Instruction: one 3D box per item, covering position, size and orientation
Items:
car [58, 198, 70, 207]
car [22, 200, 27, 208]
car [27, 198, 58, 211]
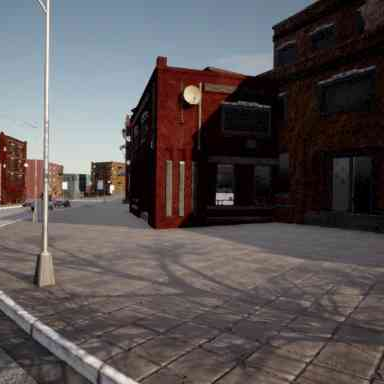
[{"bbox_3d":[-20.975,1.694,53.692,1.812,1.442,4.674,1,0,-9],"label":"car"},{"bbox_3d":[-23.953,1.652,50.258,2.033,1.411,5.357,1,0,-9],"label":"car"},{"bbox_3d":[-19.126,1.684,42.751,1.994,1.385,4.181,1,0,-9],"label":"car"}]
